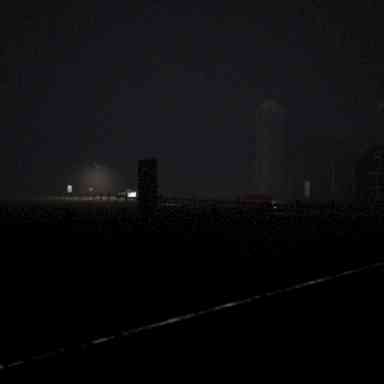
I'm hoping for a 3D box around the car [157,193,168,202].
[{"bbox_3d":[-5.631,0.933,51.833,2.128,1.511,4.902,-1,1,-36],"label":"car"}]

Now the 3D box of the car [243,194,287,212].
[{"bbox_3d":[7.374,1.006,33.783,2.097,1.767,4.553,-1,1,-36],"label":"car"}]

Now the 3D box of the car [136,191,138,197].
[{"bbox_3d":[-7.493,0.826,59.291,2.128,1.511,4.902,-1,1,-36],"label":"car"}]

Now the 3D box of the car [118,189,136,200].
[{"bbox_3d":[-12.832,0.463,66.643,2.150,2.045,5.566,-1,1,-36],"label":"car"}]
